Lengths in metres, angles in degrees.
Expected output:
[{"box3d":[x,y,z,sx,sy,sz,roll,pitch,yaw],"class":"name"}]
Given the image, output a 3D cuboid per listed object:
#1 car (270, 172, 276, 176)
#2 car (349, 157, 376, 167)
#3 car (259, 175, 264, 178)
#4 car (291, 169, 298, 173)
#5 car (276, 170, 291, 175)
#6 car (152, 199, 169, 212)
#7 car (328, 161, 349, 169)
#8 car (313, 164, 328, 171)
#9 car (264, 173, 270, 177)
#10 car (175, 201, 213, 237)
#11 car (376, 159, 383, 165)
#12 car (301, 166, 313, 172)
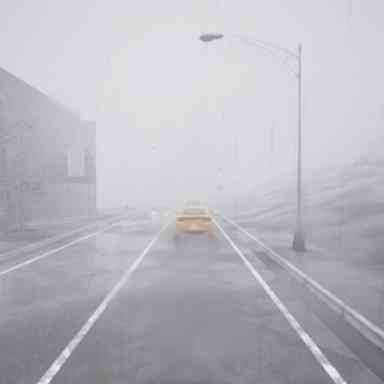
[{"box3d":[21.372,-4.198,81.569,2.002,1.452,4.674,0,1,-1],"class":"car"},{"box3d":[22.913,-3.790,43.036,2.185,1.767,4.553,0,1,-5],"class":"car"},{"box3d":[21.128,-4.490,92.760,2.185,1.767,4.553,0,1,-1],"class":"car"},{"box3d":[21.730,-4.043,65.138,2.231,1.521,4.892,0,1,-1],"class":"car"},{"box3d":[21.492,-4.299,76.075,2.185,1.767,4.553,0,1,-1],"class":"car"},{"box3d":[-3.791,1.614,40.834,1.812,1.442,4.674,0,-1,-3],"class":"car"},{"box3d":[22.445,-3.766,48.542,2.097,1.535,5.008,0,1,-4],"class":"car"},{"box3d":[22.092,-3.828,54.079,2.002,1.452,4.674,0,1,-2],"class":"car"},{"box3d":[21.248,-4.429,87.241,2.185,1.767,4.553,0,1,-1],"class":"car"},{"box3d":[0.100,1.472,17.946,1.882,1.535,5.008,0,0,0],"class":"car"},{"box3d":[23.533,-3.531,37.346,2.163,1.488,4.792,0,1,-6],"class":"car"},{"box3d":[21.859,-3.964,59.621,2.231,1.521,4.892,0,1,-1],"class":"car"}]
